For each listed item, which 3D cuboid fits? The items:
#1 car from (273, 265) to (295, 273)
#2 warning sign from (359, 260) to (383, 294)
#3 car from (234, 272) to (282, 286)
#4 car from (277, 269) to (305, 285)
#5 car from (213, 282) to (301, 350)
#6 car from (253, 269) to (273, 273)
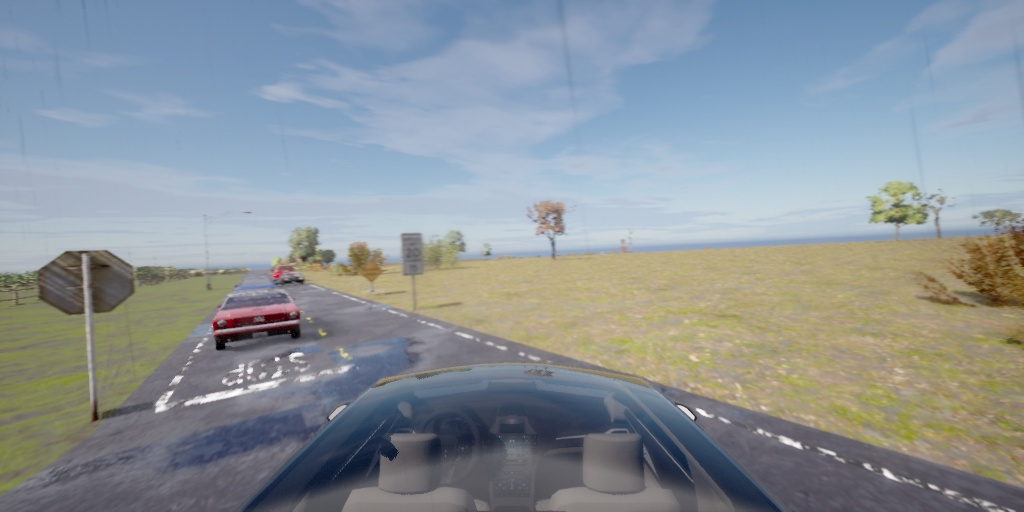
[{"bbox_3d":[-28.228,2.157,44.508,2.150,2.045,5.566,-3,0,-36],"label":"car"},{"bbox_3d":[-7.941,1.157,20.388,1.300,1.860,1.060,0,0,-36],"label":"warning sign"},{"bbox_3d":[-14.018,1.877,19.745,1.812,1.442,4.674,-3,1,-35],"label":"car"},{"bbox_3d":[-22.186,2.272,36.160,1.895,1.301,4.718,-3,0,-35],"label":"car"},{"bbox_3d":[-7.461,1.674,10.577,1.895,1.301,4.718,-3,0,-36],"label":"car"},{"bbox_3d":[-23.488,2.231,33.061,1.882,1.535,5.008,-3,0,-35],"label":"car"}]
